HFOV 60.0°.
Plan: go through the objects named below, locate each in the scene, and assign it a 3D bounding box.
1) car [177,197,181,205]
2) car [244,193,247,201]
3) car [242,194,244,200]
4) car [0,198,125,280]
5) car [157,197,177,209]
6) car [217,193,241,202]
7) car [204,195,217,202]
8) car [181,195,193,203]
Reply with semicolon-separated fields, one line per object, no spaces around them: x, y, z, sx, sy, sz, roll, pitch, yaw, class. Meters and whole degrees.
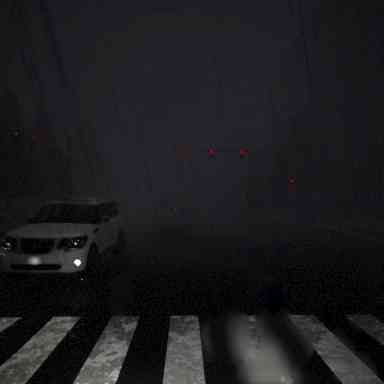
-3.316;1.526;55.930;1.812;1.442;4.674;0;0;3;car
14.633;1.225;81.503;5.566;2.045;2.150;0;0;-43;car
10.156;1.524;81.924;1.812;1.442;4.674;0;0;44;car
-3.589;1.226;10.356;2.150;2.045;5.566;0;0;0;car
-3.560;1.547;45.233;2.033;1.411;5.357;0;0;0;car
8.117;1.225;73.206;2.150;2.045;5.566;0;0;30;car
4.372;1.355;73.630;2.097;1.767;4.553;0;0;30;car
-1.199;1.504;69.483;1.837;1.490;4.892;0;0;19;car
